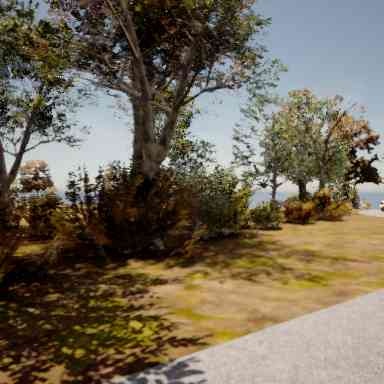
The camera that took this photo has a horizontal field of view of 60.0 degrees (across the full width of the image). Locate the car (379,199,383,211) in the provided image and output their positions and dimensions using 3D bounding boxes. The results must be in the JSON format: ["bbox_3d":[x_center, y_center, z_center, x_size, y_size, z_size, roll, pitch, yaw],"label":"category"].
[{"bbox_3d":[25.652,1.384,41.950,5.566,2.045,2.150,0,-1,-40],"label":"car"}]
